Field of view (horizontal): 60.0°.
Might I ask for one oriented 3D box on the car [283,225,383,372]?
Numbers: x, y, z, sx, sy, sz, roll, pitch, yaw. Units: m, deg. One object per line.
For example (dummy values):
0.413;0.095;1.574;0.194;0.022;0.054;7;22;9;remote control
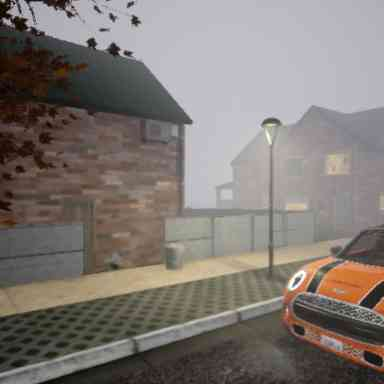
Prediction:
3.609;1.372;5.645;4.553;1.767;2.097;0;0;-37;car
